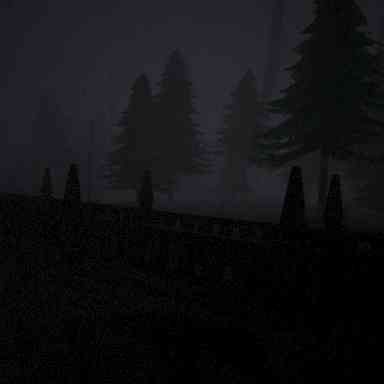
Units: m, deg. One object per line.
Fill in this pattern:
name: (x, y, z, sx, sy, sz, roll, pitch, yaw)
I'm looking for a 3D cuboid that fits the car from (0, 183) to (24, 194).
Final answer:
car: (-20.922, -0.219, 36.189, 2.128, 1.511, 4.902, 4, 2, 37)
